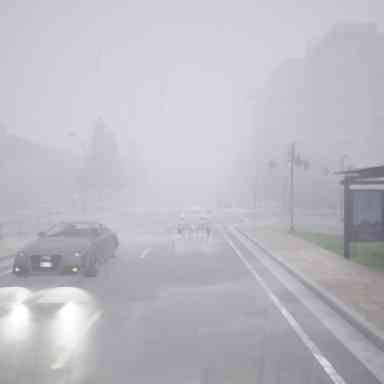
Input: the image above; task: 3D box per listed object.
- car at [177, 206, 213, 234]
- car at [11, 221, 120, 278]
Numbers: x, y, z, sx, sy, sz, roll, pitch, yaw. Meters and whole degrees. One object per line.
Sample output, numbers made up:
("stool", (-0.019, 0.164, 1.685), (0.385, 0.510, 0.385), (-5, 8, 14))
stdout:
("car", (0.227, 1.567, 19.554), (1.812, 1.442, 4.674), (0, 0, 5))
("car", (-3.545, 1.586, 10.086), (1.994, 1.385, 4.181), (0, 0, 0))
